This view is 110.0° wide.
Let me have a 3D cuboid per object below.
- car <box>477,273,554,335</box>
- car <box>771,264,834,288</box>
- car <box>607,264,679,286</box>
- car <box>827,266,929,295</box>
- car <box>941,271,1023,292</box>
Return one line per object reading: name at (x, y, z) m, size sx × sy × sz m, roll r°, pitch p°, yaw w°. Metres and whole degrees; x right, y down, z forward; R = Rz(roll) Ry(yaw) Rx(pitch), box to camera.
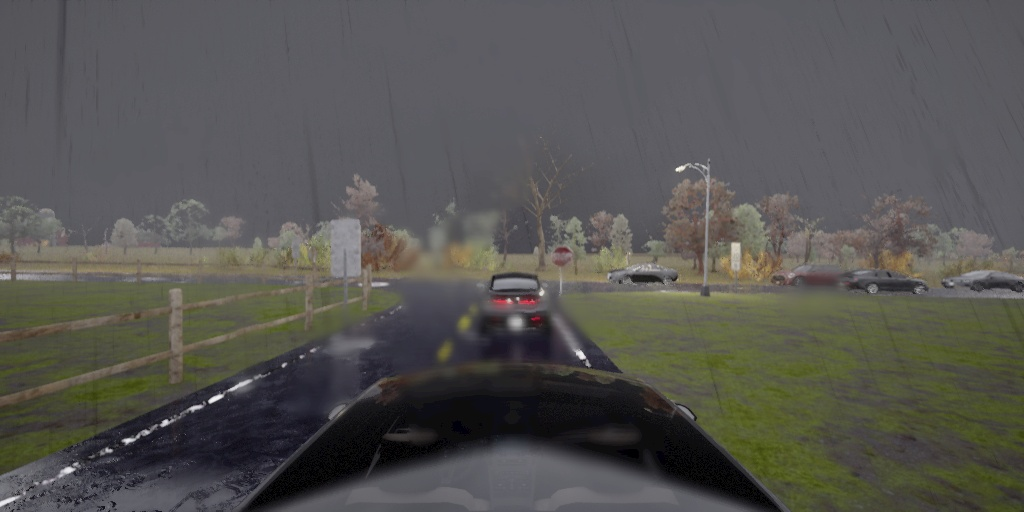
car at (0.064, 1.217, 10.330) m, size 1.837 × 1.490 × 4.892 m, roll 0°, pitch 0°, yaw -1°
car at (21.483, 1.386, 25.939) m, size 4.553 × 1.767 × 2.097 m, roll 1°, pitch 1°, yaw 0°
car at (9.360, 1.312, 25.762) m, size 4.902 × 1.511 × 2.128 m, roll 1°, pitch 1°, yaw -3°
car at (23.639, 1.635, 22.994) m, size 4.892 × 1.490 × 1.837 m, roll 1°, pitch 1°, yaw 0°
car at (34.122, 1.782, 25.924) m, size 4.674 × 1.442 × 1.812 m, roll 1°, pitch 1°, yaw 0°
